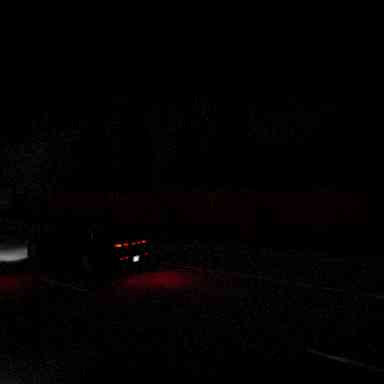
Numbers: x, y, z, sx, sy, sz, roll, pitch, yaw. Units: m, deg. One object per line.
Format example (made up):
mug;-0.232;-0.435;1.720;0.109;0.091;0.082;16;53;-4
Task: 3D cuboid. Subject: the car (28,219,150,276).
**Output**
car;-3.533;1.651;10.954;4.892;1.490;1.837;0;0;37
